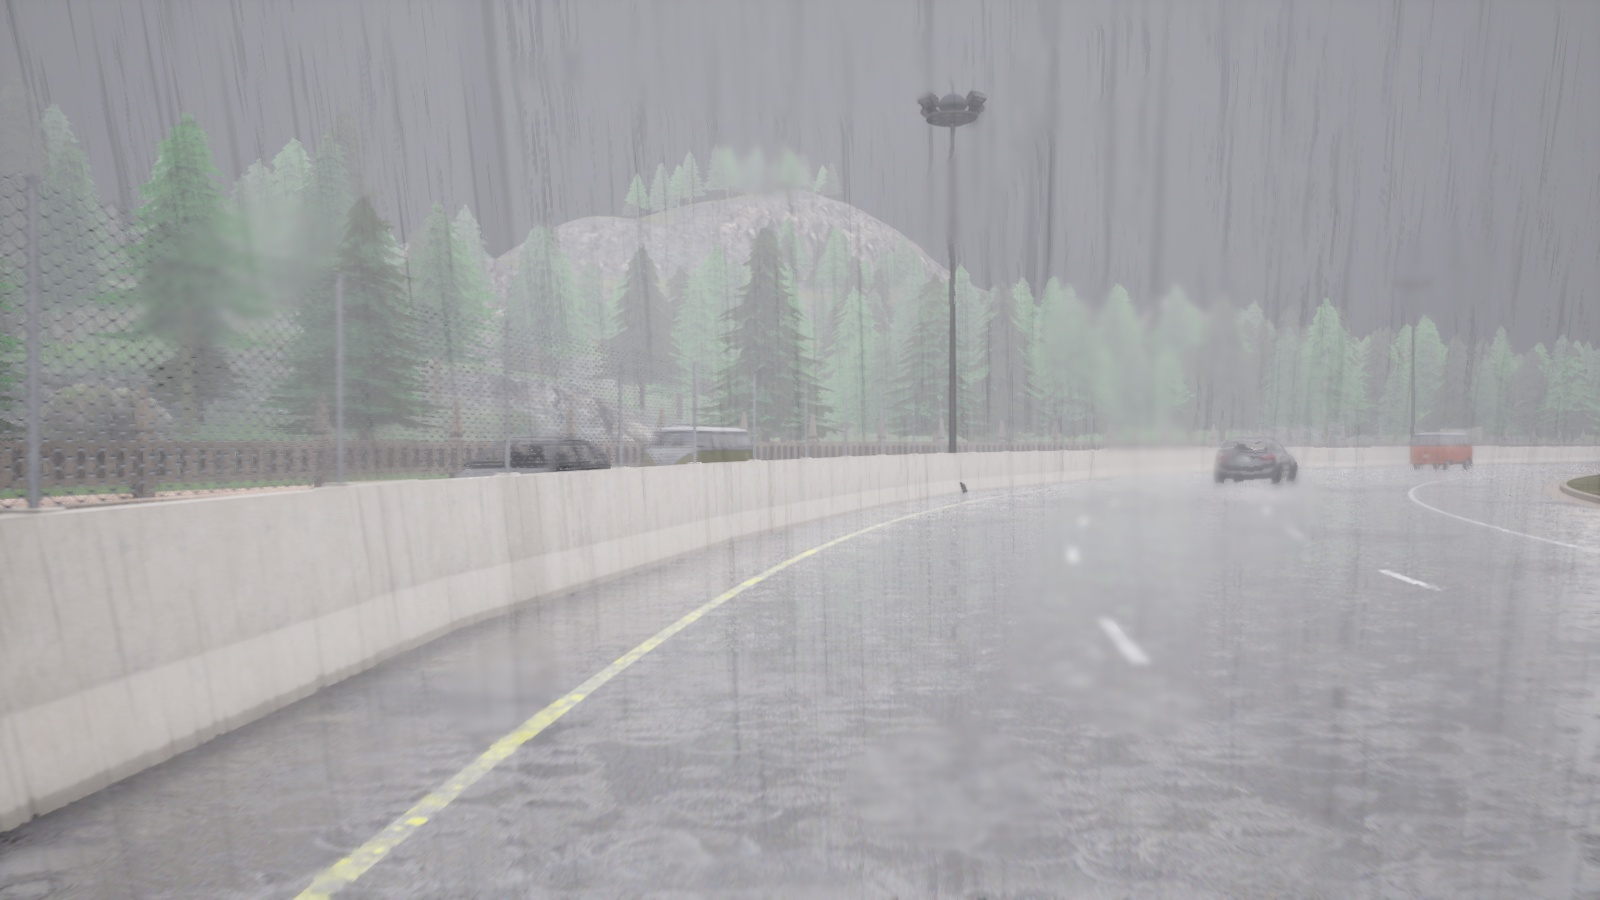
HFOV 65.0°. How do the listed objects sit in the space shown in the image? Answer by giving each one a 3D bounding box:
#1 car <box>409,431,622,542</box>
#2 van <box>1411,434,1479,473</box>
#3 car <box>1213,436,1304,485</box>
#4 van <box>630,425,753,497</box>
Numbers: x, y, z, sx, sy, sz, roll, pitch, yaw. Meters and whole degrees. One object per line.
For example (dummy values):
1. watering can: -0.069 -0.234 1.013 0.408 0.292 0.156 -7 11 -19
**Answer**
1. car: -4.499 0.525 20.506 1.851 1.617 3.988 0 0 13
2. van: 34.107 0.157 66.355 4.442 1.987 1.775 0 0 -42
3. car: 16.512 0.353 45.077 2.242 1.667 4.611 0 0 31
4. van: -3.082 0.289 36.771 1.775 1.987 4.442 0 0 22
